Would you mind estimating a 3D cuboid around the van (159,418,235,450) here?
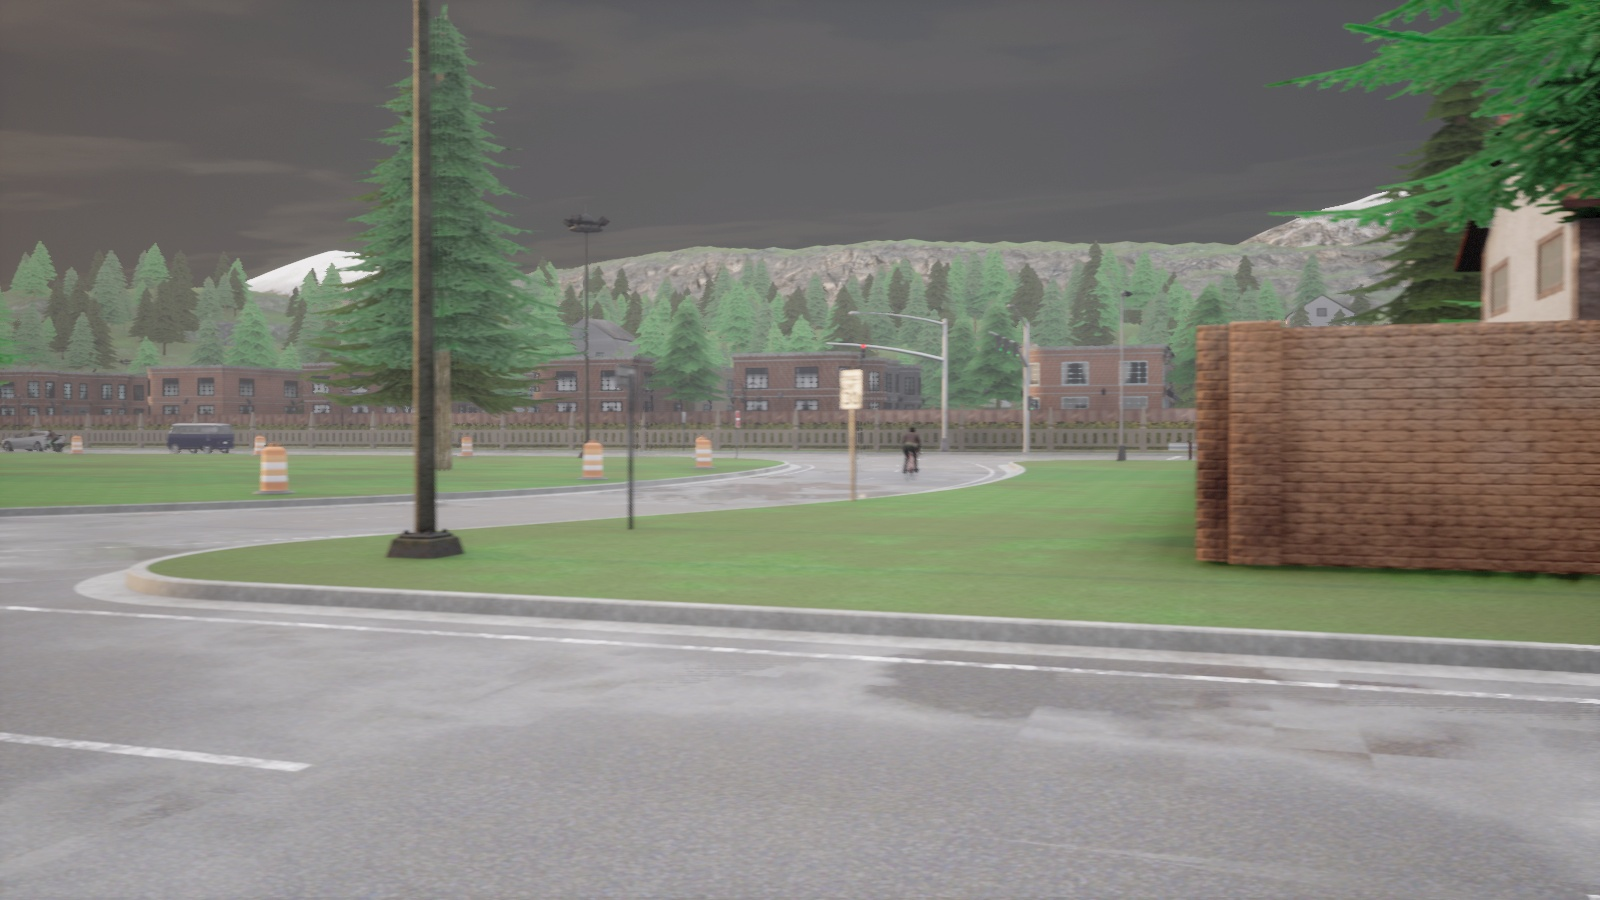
[{"bbox_3d":[-39.064,-1.032,81.301,4.442,1.987,1.775,1,1,18],"label":"van"}]
